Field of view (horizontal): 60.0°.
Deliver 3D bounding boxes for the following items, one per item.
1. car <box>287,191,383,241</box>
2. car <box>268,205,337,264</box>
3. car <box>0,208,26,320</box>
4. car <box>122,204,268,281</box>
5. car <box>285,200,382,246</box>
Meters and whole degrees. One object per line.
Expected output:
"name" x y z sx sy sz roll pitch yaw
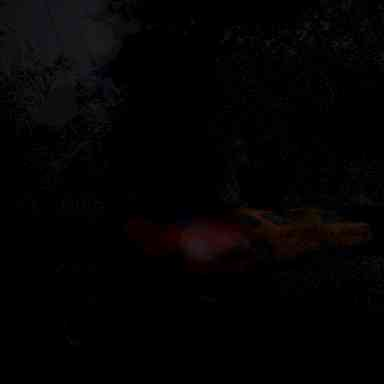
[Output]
"car" 6.622 0.981 14.749 2.435 2.045 5.566 -1 1 -35
"car" 1.979 1.349 11.465 2.097 1.535 5.008 -1 1 -35
"car" -4.854 1.231 6.633 2.435 2.045 5.566 -1 0 -35
"car" -0.311 1.276 9.877 2.185 1.767 4.553 -1 1 -35
"car" 4.235 1.286 13.309 1.946 1.575 5.366 -1 1 -35
